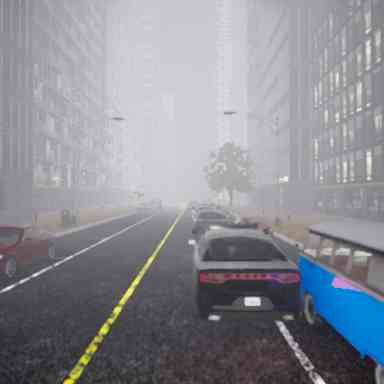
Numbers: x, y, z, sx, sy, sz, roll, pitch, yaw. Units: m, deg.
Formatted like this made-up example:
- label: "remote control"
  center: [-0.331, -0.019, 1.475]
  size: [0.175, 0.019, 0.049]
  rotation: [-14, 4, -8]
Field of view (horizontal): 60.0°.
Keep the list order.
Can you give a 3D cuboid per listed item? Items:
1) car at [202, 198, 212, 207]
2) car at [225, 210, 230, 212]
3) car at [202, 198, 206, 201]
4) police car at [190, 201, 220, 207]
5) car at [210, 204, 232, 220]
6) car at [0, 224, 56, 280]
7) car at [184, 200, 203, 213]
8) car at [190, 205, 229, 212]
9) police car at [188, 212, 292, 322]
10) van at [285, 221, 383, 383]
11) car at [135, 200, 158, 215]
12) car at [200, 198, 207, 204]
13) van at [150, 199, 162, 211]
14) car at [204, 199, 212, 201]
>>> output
- label: "car"
  center: [2.996, 2.102, 67.167]
  size: [1.967, 1.590, 4.097]
  rotation: [0, 0, 0]
- label: "car"
  center: [2.769, 1.746, 15.936]
  size: [1.802, 1.307, 4.206]
  rotation: [0, -1, 0]
- label: "car"
  center: [2.921, 2.060, 50.089]
  size: [2.008, 1.369, 4.403]
  rotation: [0, -1, 0]
- label: "police car"
  center: [1.013, 1.673, 23.690]
  size: [1.930, 1.638, 5.238]
  rotation: [0, -1, 0]
- label: "car"
  center: [2.845, 1.924, 33.013]
  size: [1.802, 1.307, 4.206]
  rotation: [0, -1, 0]
- label: "car"
  center: [-5.637, 1.700, 10.284]
  size: [1.802, 1.307, 4.206]
  rotation: [0, -1, 0]
- label: "car"
  center: [0.218, 2.063, 44.687]
  size: [1.895, 1.301, 4.718]
  rotation: [0, -1, 0]
- label: "car"
  center: [0.986, 1.662, 17.580]
  size: [1.882, 1.535, 5.008]
  rotation: [0, -1, 0]
- label: "police car"
  center: [0.942, 1.506, 7.691]
  size: [1.930, 1.638, 5.238]
  rotation: [0, -1, 0]
- label: "van"
  center: [2.719, 1.386, 4.555]
  size: [1.690, 1.788, 3.998]
  rotation: [0, -1, 0]
- label: "car"
  center: [-5.510, 1.964, 38.746]
  size: [2.008, 1.369, 4.403]
  rotation: [0, -1, 0]
- label: "car"
  center: [3.098, 2.402, 89.935]
  size: [1.887, 1.381, 4.507]
  rotation: [0, 0, 0]
- label: "van"
  center: [-5.460, 1.864, 50.132]
  size: [1.690, 1.788, 3.998]
  rotation: [0, -1, 0]
- label: "car"
  center: [2.896, 2.006, 44.397]
  size: [2.008, 1.369, 4.403]
  rotation: [0, -1, 0]
